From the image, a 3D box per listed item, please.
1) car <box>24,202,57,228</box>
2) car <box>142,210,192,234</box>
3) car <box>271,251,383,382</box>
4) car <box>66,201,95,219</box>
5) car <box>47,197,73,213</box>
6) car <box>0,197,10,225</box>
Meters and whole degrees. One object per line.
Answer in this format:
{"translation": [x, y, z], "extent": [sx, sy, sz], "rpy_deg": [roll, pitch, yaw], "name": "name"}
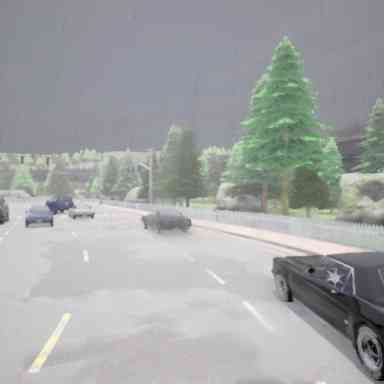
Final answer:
{"translation": [-11.223, 1.728, 24.551], "extent": [1.812, 1.442, 4.674], "rpy_deg": [0, -1, -24], "name": "car"}
{"translation": [-1.716, 1.765, 20.553], "extent": [1.895, 1.301, 4.718], "rpy_deg": [0, 0, -23], "name": "car"}
{"translation": [2.923, 1.643, 5.514], "extent": [1.895, 1.301, 4.718], "rpy_deg": [0, 0, -6], "name": "car"}
{"translation": [-10.592, 1.861, 31.848], "extent": [1.895, 1.301, 4.718], "rpy_deg": [0, -1, -26], "name": "car"}
{"translation": [-16.139, 1.568, 40.372], "extent": [2.150, 2.045, 5.566], "rpy_deg": [0, 0, -40], "name": "car"}
{"translation": [-15.710, 1.442, 26.064], "extent": [2.150, 2.045, 5.566], "rpy_deg": [0, -1, -24], "name": "car"}
